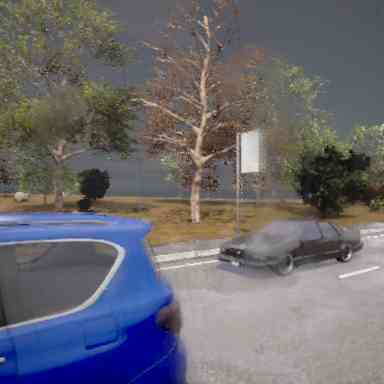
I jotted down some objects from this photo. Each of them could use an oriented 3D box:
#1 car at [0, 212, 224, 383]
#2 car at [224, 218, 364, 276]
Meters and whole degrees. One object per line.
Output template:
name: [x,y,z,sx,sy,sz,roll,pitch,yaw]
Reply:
car: [-2.637,1.222,2.102,5.566,2.045,2.150,0,0,-35]
car: [3.348,1.561,10.556,5.357,1.411,2.033,0,0,-36]
